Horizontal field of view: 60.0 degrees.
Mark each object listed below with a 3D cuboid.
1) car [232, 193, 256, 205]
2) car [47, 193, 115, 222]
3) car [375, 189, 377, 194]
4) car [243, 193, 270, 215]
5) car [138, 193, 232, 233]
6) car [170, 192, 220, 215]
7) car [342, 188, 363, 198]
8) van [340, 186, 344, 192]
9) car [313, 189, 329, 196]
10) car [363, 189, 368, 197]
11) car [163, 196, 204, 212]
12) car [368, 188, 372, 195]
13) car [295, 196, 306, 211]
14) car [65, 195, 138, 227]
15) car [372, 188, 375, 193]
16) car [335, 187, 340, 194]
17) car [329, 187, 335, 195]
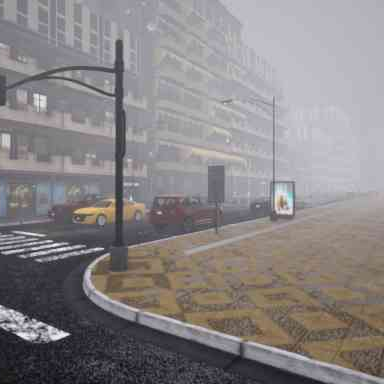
[{"bbox_3d":[5.609,0.829,40.672,2.008,1.369,4.403,2,2,35],"label":"car"},{"bbox_3d":[-7.085,1.009,22.474,2.192,1.841,5.009,1,2,35],"label":"car"},{"bbox_3d":[44.265,-0.220,81.419,2.008,1.369,4.403,1,2,35],"label":"car"},{"bbox_3d":[6.169,1.069,26.832,1.947,1.339,4.313,1,2,35],"label":"car"},{"bbox_3d":[-0.179,1.026,17.728,2.192,1.841,5.009,1,2,35],"label":"car"},{"bbox_3d":[0.331,0.879,28.607,2.097,1.767,4.553,0,1,35],"label":"car"},{"bbox_3d":[28.392,0.309,58.675,1.887,1.381,4.507,1,2,35],"label":"car"},{"bbox_3d":[37.349,-0.446,86.145,1.690,1.788,3.998,2,2,35],"label":"van"},{"bbox_3d":[27.826,-0.025,72.503,1.967,1.590,4.097,2,2,35],"label":"car"},{"bbox_3d":[31.567,0.098,63.220,1.967,1.590,4.097,1,2,35],"label":"car"},{"bbox_3d":[-0.739,1.069,31.577,1.802,1.307,4.206,2,2,35],"label":"car"},{"bbox_3d":[34.741,0.096,67.772,1.887,1.381,4.507,1,2,35],"label":"car"},{"bbox_3d":[9.344,0.965,31.382,1.947,1.339,4.313,1,2,35],"label":"car"},{"bbox_3d":[-5.054,1.180,20.885,1.882,1.535,5.008,0,1,34],"label":"car"},{"bbox_3d":[37.916,-0.011,72.321,1.887,1.381,4.507,1,2,35],"label":"car"},{"bbox_3d":[34.175,-0.239,81.600,1.967,1.590,4.097,2,2,35],"label":"car"},{"bbox_3d":[31.000,-0.027,77.055,1.887,1.381,4.507,2,2,35],"label":"car"}]
